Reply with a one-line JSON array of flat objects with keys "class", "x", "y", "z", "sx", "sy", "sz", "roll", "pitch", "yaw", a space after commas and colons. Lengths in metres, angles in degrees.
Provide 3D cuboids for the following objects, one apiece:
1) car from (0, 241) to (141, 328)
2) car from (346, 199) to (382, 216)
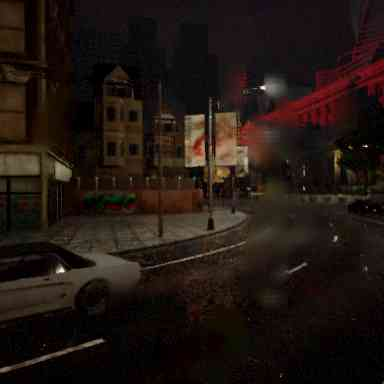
[{"class": "car", "x": -3.403, "y": 1.644, "z": 5.960, "sx": 4.718, "sy": 1.301, "sz": 1.895, "roll": 0, "pitch": 0, "yaw": -40}, {"class": "car", "x": 16.274, "y": 1.436, "z": 31.557, "sx": 1.812, "sy": 1.442, "sz": 4.674, "roll": 0, "pitch": 0, "yaw": 5}]
